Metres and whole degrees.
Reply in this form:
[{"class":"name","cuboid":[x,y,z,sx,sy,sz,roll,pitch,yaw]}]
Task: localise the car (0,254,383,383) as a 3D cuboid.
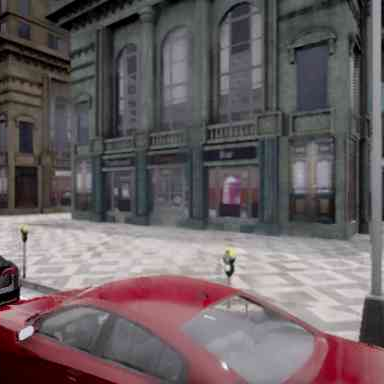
[{"class":"car","cuboid":[-0.523,1.549,3.335,4.507,1.381,1.887,0,0,36]}]
